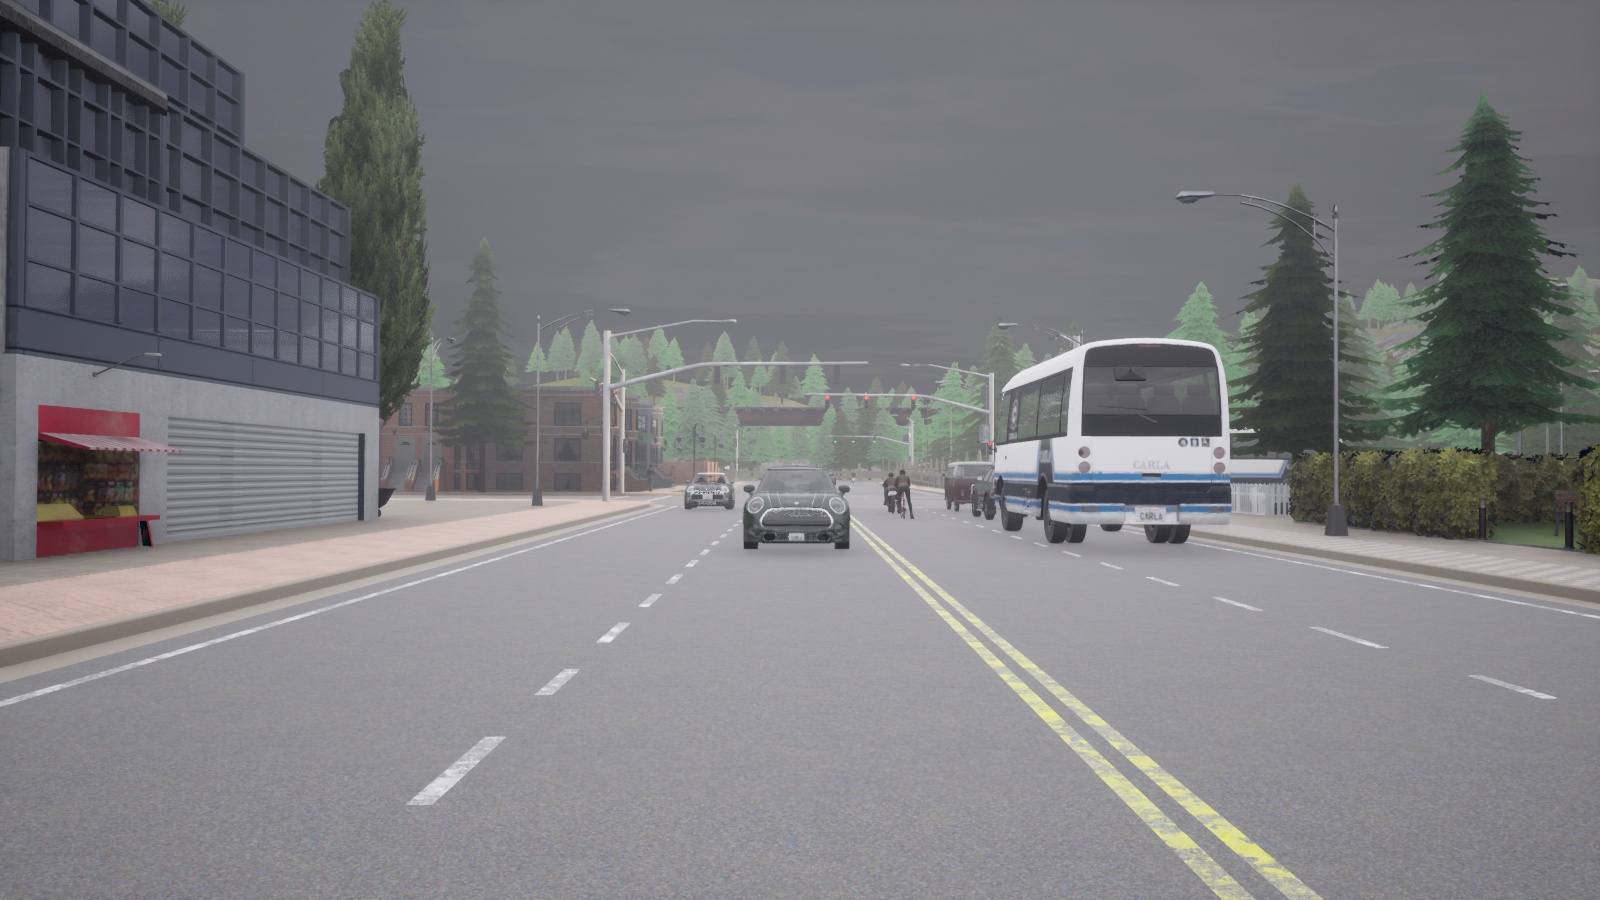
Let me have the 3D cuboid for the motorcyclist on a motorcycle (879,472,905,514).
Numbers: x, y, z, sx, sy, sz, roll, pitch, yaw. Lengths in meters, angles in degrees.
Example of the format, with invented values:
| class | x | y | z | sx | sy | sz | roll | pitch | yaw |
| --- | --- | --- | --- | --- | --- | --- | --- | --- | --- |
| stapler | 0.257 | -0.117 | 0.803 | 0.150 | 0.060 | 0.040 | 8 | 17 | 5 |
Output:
| class | x | y | z | sx | sy | sz | roll | pitch | yaw |
| --- | --- | --- | --- | --- | --- | --- | --- | --- | --- |
| motorcyclist on a motorcycle | 3.394 | 1.563 | 46.551 | 0.797 | 1.523 | 2.044 | 0 | -1 | 0 |

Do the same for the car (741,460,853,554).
| class | x | y | z | sx | sy | sz | roll | pitch | yaw |
| --- | --- | --- | --- | --- | --- | --- | --- | --- | --- |
| car | -0.060 | 1.109 | 25.988 | 2.097 | 1.767 | 4.553 | 0 | -1 | 0 |

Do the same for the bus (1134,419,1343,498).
| class | x | y | z | sx | sy | sz | roll | pitch | yaw |
| --- | --- | --- | --- | --- | --- | --- | --- | --- | --- |
| bus | 24.327 | 0.516 | 70.172 | 10.273 | 4.253 | 3.944 | 0 | -1 | 0 |

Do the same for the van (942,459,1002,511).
| class | x | y | z | sx | sy | sz | roll | pitch | yaw |
| --- | --- | --- | --- | --- | --- | --- | --- | --- | --- |
| van | 6.883 | 1.387 | 50.564 | 1.775 | 1.987 | 4.442 | 0 | -1 | 0 |

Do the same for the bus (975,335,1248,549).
| class | x | y | z | sx | sy | sz | roll | pitch | yaw |
| --- | --- | --- | --- | --- | --- | --- | --- | --- | --- |
| bus | 6.925 | -0.084 | 30.178 | 3.944 | 4.253 | 10.273 | 0 | -1 | 0 |

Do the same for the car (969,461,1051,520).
| class | x | y | z | sx | sy | sz | roll | pitch | yaw |
| --- | --- | --- | --- | --- | --- | --- | --- | --- | --- |
| car | 6.904 | 1.302 | 41.671 | 1.932 | 1.855 | 4.605 | 0 | -1 | 0 |

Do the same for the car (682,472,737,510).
| class | x | y | z | sx | sy | sz | roll | pitch | yaw |
| --- | --- | --- | --- | --- | --- | --- | --- | --- | --- |
| car | -3.616 | 1.646 | 50.818 | 1.970 | 1.475 | 3.806 | 0 | -1 | 0 |
